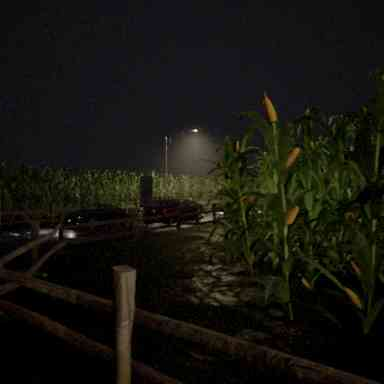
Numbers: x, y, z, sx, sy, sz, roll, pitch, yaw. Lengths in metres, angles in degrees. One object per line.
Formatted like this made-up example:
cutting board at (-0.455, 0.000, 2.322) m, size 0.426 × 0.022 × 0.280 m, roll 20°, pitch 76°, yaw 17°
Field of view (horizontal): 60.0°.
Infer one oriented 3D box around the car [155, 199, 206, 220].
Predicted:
car at (-0.846, 1.351, 27.641) m, size 1.812 × 1.442 × 4.674 m, roll 0°, pitch 1°, yaw 35°

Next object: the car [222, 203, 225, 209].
car at (4.949, 1.327, 35.747) m, size 1.994 × 1.385 × 4.181 m, roll 0°, pitch 1°, yaw 36°

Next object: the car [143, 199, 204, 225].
car at (-1.096, 1.227, 22.219) m, size 2.097 × 1.767 × 4.553 m, roll 0°, pitch 1°, yaw 35°

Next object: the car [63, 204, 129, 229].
car at (-5.857, 1.446, 20.632) m, size 1.994 × 1.385 × 4.181 m, roll 0°, pitch 1°, yaw 35°
